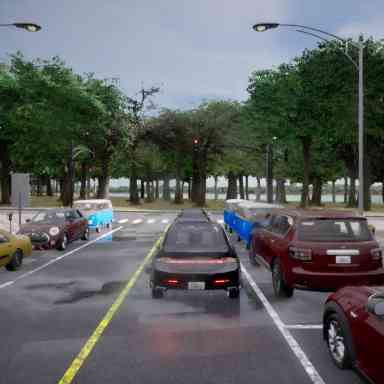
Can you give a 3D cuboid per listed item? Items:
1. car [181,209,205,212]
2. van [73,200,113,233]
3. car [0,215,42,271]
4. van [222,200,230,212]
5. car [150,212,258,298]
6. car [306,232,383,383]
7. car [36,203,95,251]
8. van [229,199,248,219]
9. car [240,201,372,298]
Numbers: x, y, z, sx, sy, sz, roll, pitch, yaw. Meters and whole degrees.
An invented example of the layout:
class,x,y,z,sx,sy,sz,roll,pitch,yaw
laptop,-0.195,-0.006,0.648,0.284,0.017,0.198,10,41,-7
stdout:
class,x,y,z,sx,sy,sz,roll,pitch,yaw
car,0.045,1.566,17.399,1.994,1.385,4.181,0,0,1
van,-5.777,1.343,19.320,1.690,1.788,3.998,0,0,0
car,-5.770,1.526,8.275,1.752,1.417,4.829,0,0,0
van,2.748,1.343,19.325,1.690,1.788,3.998,0,0,0
car,0.084,1.492,8.480,2.128,1.511,4.902,0,0,0
car,2.759,1.440,3.012,1.967,1.590,4.097,0,0,0
car,-5.774,1.441,13.882,1.967,1.590,4.097,0,0,0
van,2.751,1.342,13.888,1.690,1.788,3.998,0,0,0
car,2.755,1.315,8.450,2.192,1.841,5.009,0,0,0
